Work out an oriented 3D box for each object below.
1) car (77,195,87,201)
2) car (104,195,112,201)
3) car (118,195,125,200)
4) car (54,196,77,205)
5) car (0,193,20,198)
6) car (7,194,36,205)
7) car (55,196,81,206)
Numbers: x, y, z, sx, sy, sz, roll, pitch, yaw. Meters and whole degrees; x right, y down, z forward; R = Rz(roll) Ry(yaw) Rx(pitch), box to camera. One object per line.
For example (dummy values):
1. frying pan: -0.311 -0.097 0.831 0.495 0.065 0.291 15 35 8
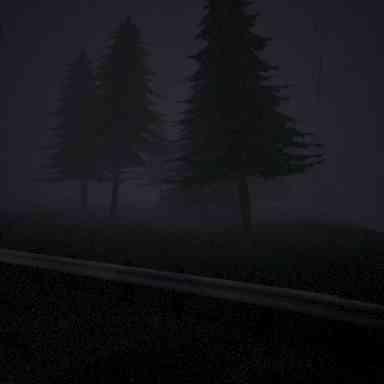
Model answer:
1. car: -29.476 1.595 89.496 1.895 1.301 4.718 0 0 -10
2. car: -22.203 1.500 88.095 1.837 1.490 4.892 0 0 -10
3. car: -18.430 1.540 86.582 2.033 1.411 5.357 0 0 -10
4. car: -22.694 1.526 59.852 1.812 1.442 4.674 0 0 10
5. car: -38.980 1.225 71.219 2.150 2.045 5.566 0 0 5
6. car: -29.985 1.504 59.286 1.837 1.490 4.892 1 0 12
7. car: -20.264 1.477 54.623 1.882 1.535 5.008 0 0 14
